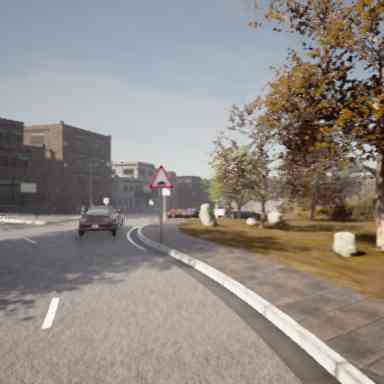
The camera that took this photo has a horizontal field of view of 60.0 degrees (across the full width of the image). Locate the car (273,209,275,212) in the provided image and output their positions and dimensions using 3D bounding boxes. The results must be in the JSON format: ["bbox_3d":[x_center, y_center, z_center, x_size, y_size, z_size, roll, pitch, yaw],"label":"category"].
[{"bbox_3d":[12.516,4.156,62.058,4.674,1.452,2.002,0,-4,18],"label":"car"}]

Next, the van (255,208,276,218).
[{"bbox_3d":[15.990,4.530,72.510,4.442,1.987,1.878,0,-3,18],"label":"van"}]

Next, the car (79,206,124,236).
[{"bbox_3d":[-4.912,1.481,18.275,1.812,1.442,4.674,-1,0,-6],"label":"car"}]

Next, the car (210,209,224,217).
[{"bbox_3d":[5.170,4.353,67.924,1.882,1.535,5.008,0,-4,18],"label":"car"}]

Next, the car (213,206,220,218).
[{"bbox_3d":[5.217,3.476,57.433,2.150,2.045,5.566,0,-4,18],"label":"car"}]

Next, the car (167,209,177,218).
[{"bbox_3d":[-1.806,2.995,45.789,1.895,1.301,4.718,0,-4,17],"label":"car"}]

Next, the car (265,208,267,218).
[{"bbox_3d":[7.476,3.053,46.355,5.008,1.535,2.097,0,-4,18],"label":"car"}]

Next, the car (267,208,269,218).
[{"bbox_3d":[8.326,3.239,48.967,4.892,1.521,2.231,0,-4,18],"label":"car"}]

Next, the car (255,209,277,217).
[{"bbox_3d":[16.728,4.789,75.292,4.553,1.767,2.185,0,-3,18],"label":"car"}]

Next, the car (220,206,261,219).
[{"bbox_3d":[6.635,2.867,43.738,4.892,1.521,2.231,0,-4,18],"label":"car"}]

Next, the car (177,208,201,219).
[{"bbox_3d":[0.356,2.713,41.908,2.033,1.411,5.357,0,-4,18],"label":"car"}]

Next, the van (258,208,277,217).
[{"bbox_3d":[18.290,4.971,80.444,4.442,1.987,1.878,0,-3,18],"label":"van"}]

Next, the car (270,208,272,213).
[{"bbox_3d":[9.823,3.598,54.262,5.366,1.575,1.946,0,-4,18],"label":"car"}]
